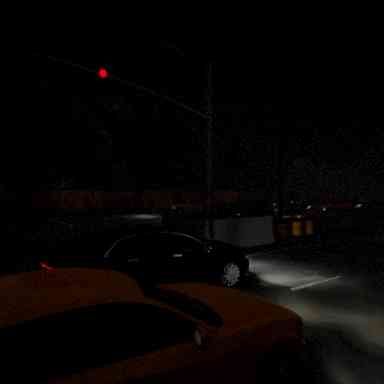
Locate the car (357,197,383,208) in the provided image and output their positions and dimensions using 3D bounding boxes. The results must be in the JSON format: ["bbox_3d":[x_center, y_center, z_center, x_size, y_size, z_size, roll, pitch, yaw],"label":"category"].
[{"bbox_3d":[19.885,1.555,35.266,5.357,1.411,2.033,0,0,-36],"label":"car"}]

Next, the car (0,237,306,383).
[{"bbox_3d":[-1.019,1.477,3.019,5.008,1.535,1.882,0,0,-36],"label":"car"}]

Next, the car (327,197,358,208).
[{"bbox_3d":[22.917,1.559,50.537,5.357,1.411,2.033,0,0,-38],"label":"car"}]

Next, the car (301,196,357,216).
[{"bbox_3d":[12.345,1.356,29.910,4.553,1.767,2.097,0,0,-35],"label":"car"}]

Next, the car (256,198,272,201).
[{"bbox_3d":[7.865,1.509,39.586,4.892,1.490,1.837,0,0,-36],"label":"car"}]

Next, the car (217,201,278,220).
[{"bbox_3d":[4.287,1.564,24.233,4.181,1.385,1.994,0,0,-35],"label":"car"}]

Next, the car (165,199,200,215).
[{"bbox_3d":[-0.360,1.479,33.783,5.008,1.535,1.882,0,0,-35],"label":"car"}]

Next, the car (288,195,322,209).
[{"bbox_3d":[15.311,1.360,44.901,4.553,1.767,2.097,0,0,-36],"label":"car"}]

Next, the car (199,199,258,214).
[{"bbox_3d":[3.071,1.565,27.649,4.181,1.385,1.994,0,0,-35],"label":"car"}]

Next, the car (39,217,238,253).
[{"bbox_3d":[-0.839,1.504,7.450,4.892,1.490,1.837,0,0,-36],"label":"car"}]

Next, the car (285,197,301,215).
[{"bbox_3d":[11.499,1.482,33.579,5.008,1.535,1.882,0,0,-36],"label":"car"}]

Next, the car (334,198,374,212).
[{"bbox_3d":[19.066,1.499,38.981,4.902,1.511,2.128,0,0,-36],"label":"car"}]

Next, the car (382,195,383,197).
[{"bbox_3d":[26.857,1.233,44.716,5.566,2.045,2.150,0,0,-38],"label":"car"}]
